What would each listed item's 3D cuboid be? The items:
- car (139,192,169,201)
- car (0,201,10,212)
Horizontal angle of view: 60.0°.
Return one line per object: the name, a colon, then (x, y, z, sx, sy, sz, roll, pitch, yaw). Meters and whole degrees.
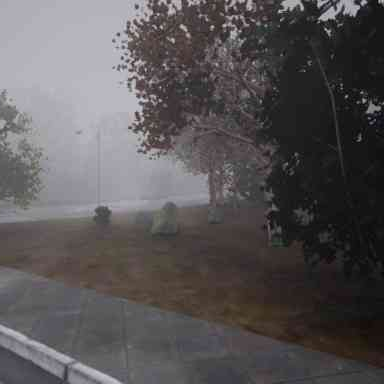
car: (-6.257, 0.698, 55.229, 2.033, 1.411, 5.357, 0, 3, 39)
car: (-22.156, 1.521, 35.549, 1.837, 1.490, 4.892, 0, 2, 39)
